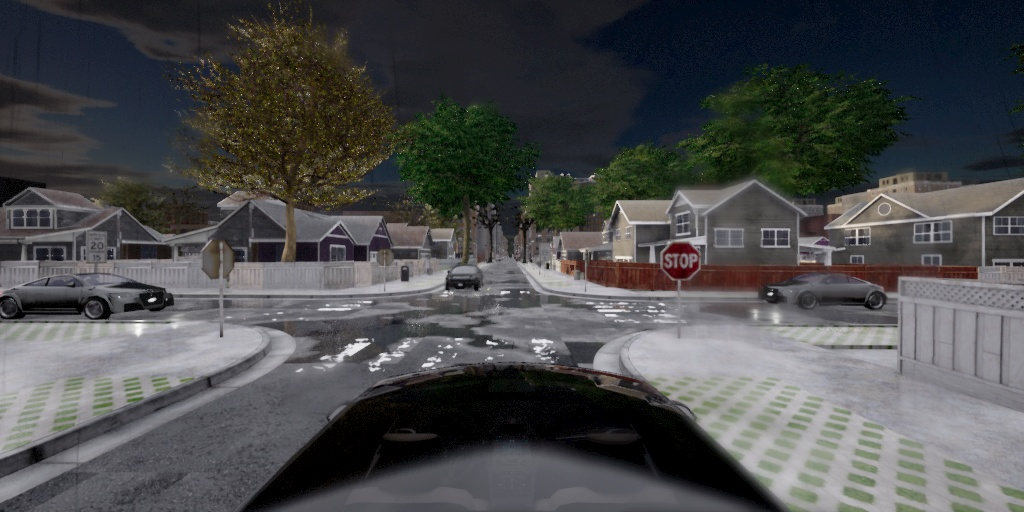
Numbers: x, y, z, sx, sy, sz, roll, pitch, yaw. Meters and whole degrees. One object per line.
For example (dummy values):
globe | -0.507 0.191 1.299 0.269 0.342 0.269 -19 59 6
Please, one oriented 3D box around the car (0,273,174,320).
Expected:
car | -13.778 1.250 11.738 4.181 1.385 1.994 0 0 0

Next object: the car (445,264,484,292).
car | -2.771 1.245 21.620 1.882 1.535 5.008 0 0 0

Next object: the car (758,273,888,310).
car | 12.616 1.392 14.721 4.181 1.385 1.994 0 0 0

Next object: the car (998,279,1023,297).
car | 22.984 1.382 14.736 4.902 1.511 2.128 0 0 -1
